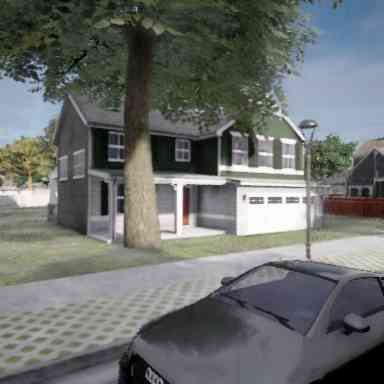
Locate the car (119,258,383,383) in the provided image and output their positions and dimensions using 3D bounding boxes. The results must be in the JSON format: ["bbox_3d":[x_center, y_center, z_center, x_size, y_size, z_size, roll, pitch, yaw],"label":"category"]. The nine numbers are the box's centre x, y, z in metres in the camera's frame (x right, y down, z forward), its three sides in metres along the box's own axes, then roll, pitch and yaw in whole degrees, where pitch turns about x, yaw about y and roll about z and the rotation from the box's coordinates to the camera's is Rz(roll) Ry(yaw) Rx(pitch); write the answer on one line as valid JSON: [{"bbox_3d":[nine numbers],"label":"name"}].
[{"bbox_3d":[1.300,1.564,3.919,4.181,1.385,1.994,0,0,-35],"label":"car"}]
